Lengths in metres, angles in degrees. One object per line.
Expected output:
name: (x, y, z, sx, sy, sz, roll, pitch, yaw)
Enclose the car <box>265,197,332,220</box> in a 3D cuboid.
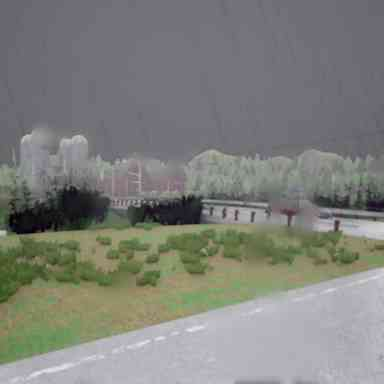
car: (7.257, 1.210, 22.860, 2.097, 1.767, 4.553, 0, 1, -34)
